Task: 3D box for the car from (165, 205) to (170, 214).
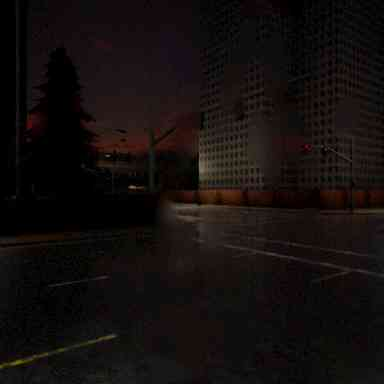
[{"bbox_3d":[-4.065,1.487,33.906,2.128,1.511,4.902,0,0,-36],"label":"car"}]
